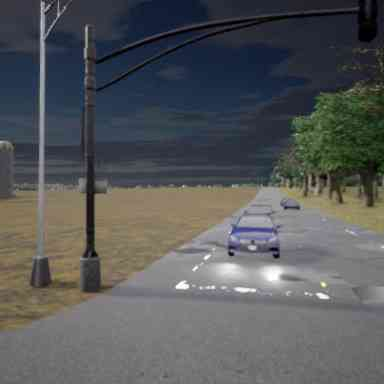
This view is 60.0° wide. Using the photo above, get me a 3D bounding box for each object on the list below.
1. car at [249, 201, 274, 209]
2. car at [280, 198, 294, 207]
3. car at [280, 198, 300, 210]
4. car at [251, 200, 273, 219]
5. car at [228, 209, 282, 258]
[{"bbox_3d":[4.618,1.622,22.454,1.882,1.535,5.008,0,0,12],"label":"car"},{"bbox_3d":[15.905,1.701,55.682,1.994,1.385,4.181,0,0,13],"label":"car"},{"bbox_3d":[13.718,1.725,45.926,1.994,1.385,4.181,0,0,11],"label":"car"},{"bbox_3d":[6.873,1.636,32.424,1.882,1.535,5.008,0,0,13],"label":"car"},{"bbox_3d":[2.596,1.630,13.470,1.812,1.442,4.674,0,0,14],"label":"car"}]
